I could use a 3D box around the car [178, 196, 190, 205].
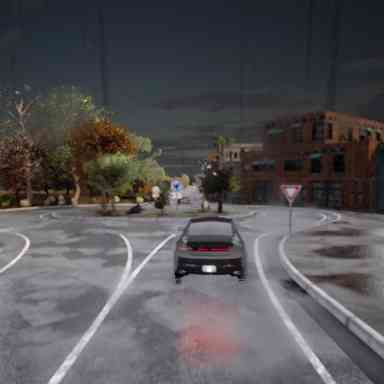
[{"bbox_3d":[-1.545,1.390,56.890,2.128,1.511,4.902,0,0,-9],"label":"car"}]

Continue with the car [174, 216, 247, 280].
[{"bbox_3d":[0.587,1.494,9.944,1.837,1.490,4.892,0,0,5],"label":"car"}]
